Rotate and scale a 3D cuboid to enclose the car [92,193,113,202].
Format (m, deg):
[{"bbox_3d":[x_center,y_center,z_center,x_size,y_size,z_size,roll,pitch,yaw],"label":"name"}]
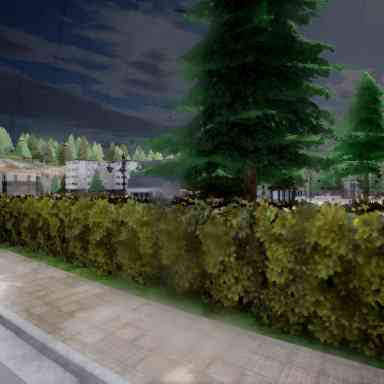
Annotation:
[{"bbox_3d":[-19.071,1.077,70.693,1.905,1.878,3.866,0,0,43],"label":"car"}]

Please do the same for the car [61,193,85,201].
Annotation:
[{"bbox_3d":[-28.351,1.154,79.501,2.152,1.636,5.027,0,0,43],"label":"car"}]

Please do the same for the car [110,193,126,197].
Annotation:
[{"bbox_3d":[-10.566,1.384,52.768,1.970,1.475,3.806,0,0,43],"label":"car"}]

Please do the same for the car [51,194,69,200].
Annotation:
[{"bbox_3d":[-33.228,1.232,83.685,1.970,1.475,3.806,0,0,43],"label":"car"}]

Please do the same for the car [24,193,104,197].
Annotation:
[{"bbox_3d":[-10.626,1.221,27.884,2.150,2.045,5.566,0,0,43],"label":"car"}]

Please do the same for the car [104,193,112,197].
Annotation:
[{"bbox_3d":[-16.680,1.097,68.992,1.932,1.855,4.605,0,0,43],"label":"car"}]

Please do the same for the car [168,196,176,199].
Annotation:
[{"bbox_3d":[-3.296,1.374,56.098,1.845,1.501,3.633,0,0,43],"label":"car"}]

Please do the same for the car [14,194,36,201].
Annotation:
[{"bbox_3d":[-40.737,1.298,81.094,2.007,1.523,4.514,0,0,43],"label":"car"}]

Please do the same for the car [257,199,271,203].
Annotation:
[{"bbox_3d":[9.641,1.352,44.229,2.097,1.767,4.553,0,0,43],"label":"car"}]
